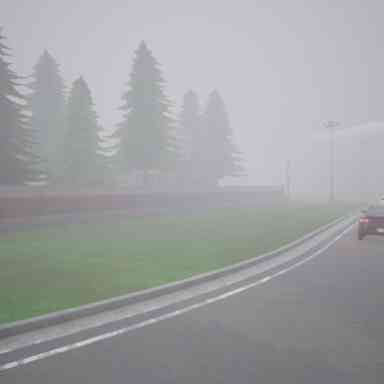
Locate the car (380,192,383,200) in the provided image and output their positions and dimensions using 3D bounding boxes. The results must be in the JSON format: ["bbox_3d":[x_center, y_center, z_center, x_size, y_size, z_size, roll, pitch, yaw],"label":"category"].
[{"bbox_3d":[18.382,0.729,30.059,2.150,2.045,5.566,0,0,32],"label":"car"}]

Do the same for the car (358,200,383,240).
[{"bbox_3d":[8.654,1.290,14.894,1.812,1.442,4.674,0,0,33],"label":"car"}]
